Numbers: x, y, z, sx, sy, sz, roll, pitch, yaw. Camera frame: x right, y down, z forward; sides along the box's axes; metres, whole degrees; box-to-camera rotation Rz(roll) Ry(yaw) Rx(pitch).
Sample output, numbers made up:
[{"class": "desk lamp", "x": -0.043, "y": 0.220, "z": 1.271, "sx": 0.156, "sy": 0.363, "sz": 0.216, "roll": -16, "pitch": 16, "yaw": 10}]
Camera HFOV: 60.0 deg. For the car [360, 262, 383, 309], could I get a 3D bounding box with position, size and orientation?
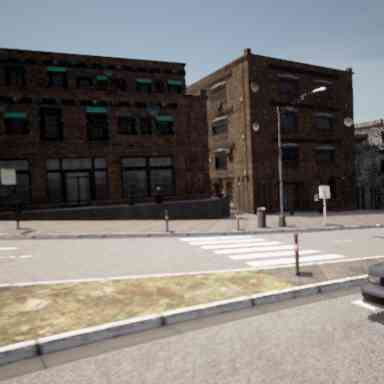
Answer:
[{"class": "car", "x": 5.753, "y": 1.676, "z": 6.740, "sx": 5.357, "sy": 1.411, "sz": 2.033, "roll": 1, "pitch": 0, "yaw": -30}]
